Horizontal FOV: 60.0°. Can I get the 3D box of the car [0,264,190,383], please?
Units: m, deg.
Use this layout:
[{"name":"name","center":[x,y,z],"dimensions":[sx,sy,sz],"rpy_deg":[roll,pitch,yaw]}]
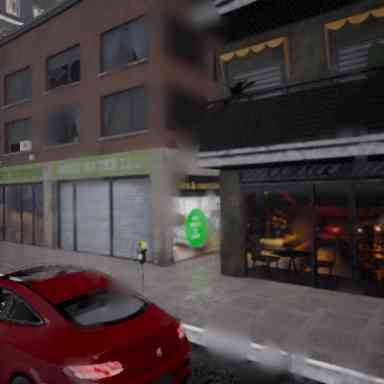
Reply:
[{"name":"car","center":[-1.959,1.623,4.281],"dimensions":[4.206,1.307,1.802],"rpy_deg":[-1,-1,36]}]
